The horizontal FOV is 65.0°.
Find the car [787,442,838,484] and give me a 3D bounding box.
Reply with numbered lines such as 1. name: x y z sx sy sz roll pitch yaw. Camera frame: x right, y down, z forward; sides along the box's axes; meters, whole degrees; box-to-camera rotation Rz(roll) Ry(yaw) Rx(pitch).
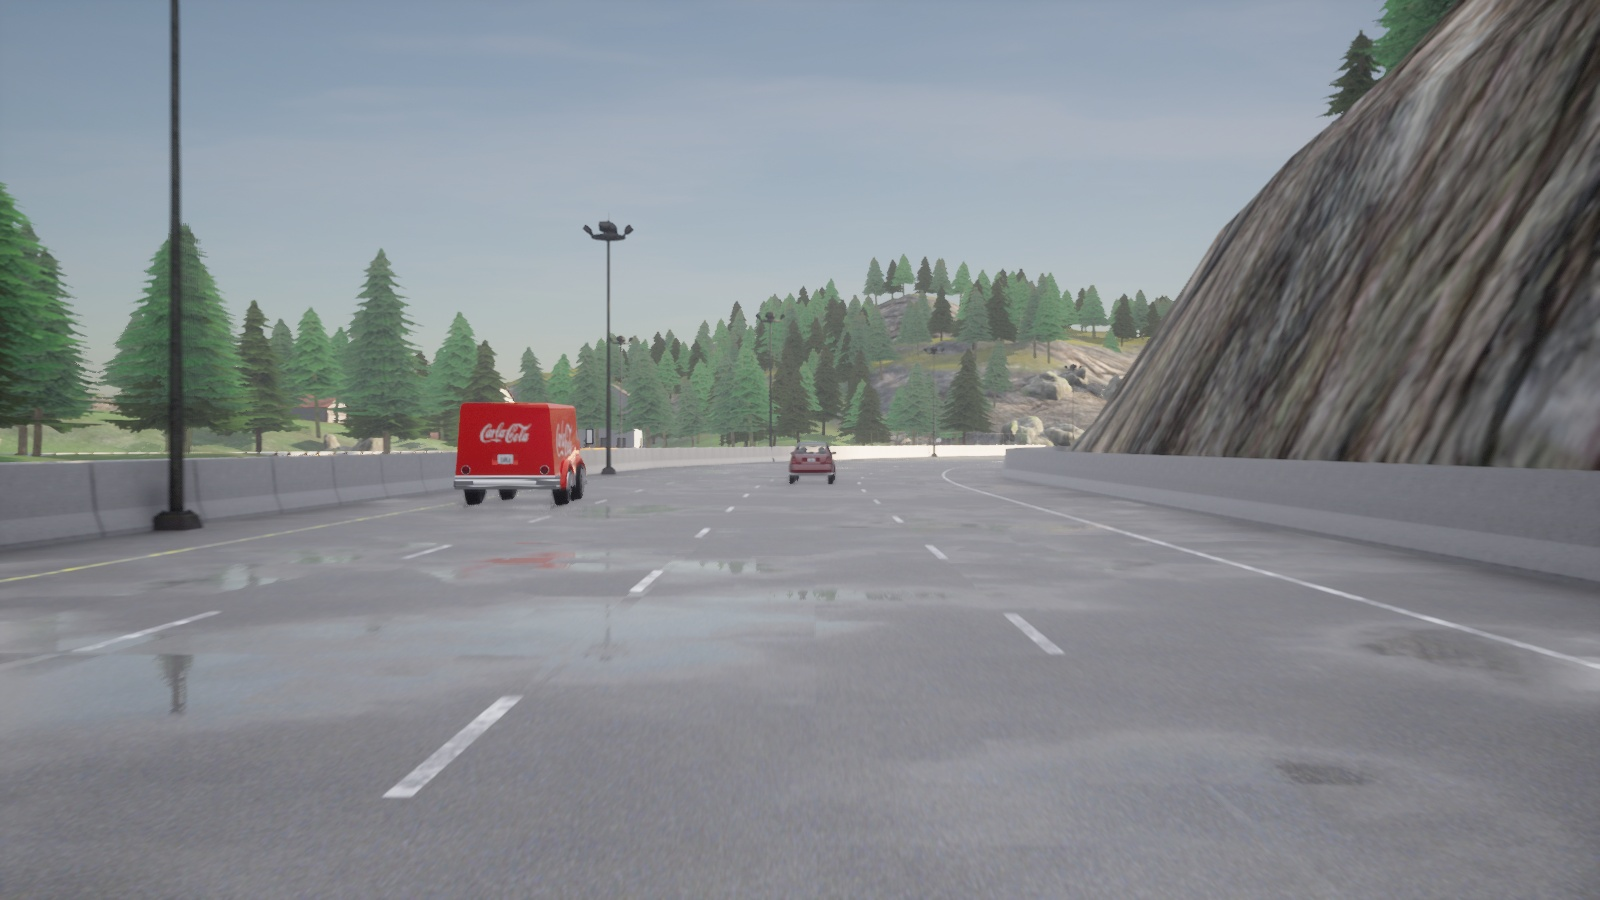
1. car: 0.518 0.458 47.727 1.789 1.549 3.705 0 0 3

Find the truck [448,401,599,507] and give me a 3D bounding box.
1. truck: -6.805 0.077 31.603 2.627 2.467 5.204 0 0 0
